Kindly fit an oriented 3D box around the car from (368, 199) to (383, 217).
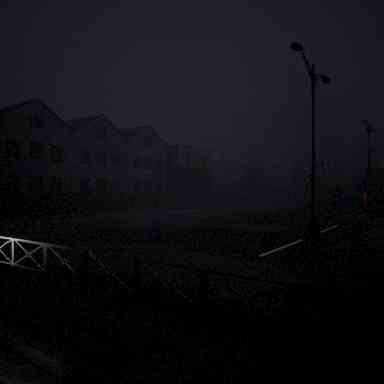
[{"bbox_3d":[15.494,1.298,26.768,2.007,1.523,4.514,0,0,35],"label":"car"}]
